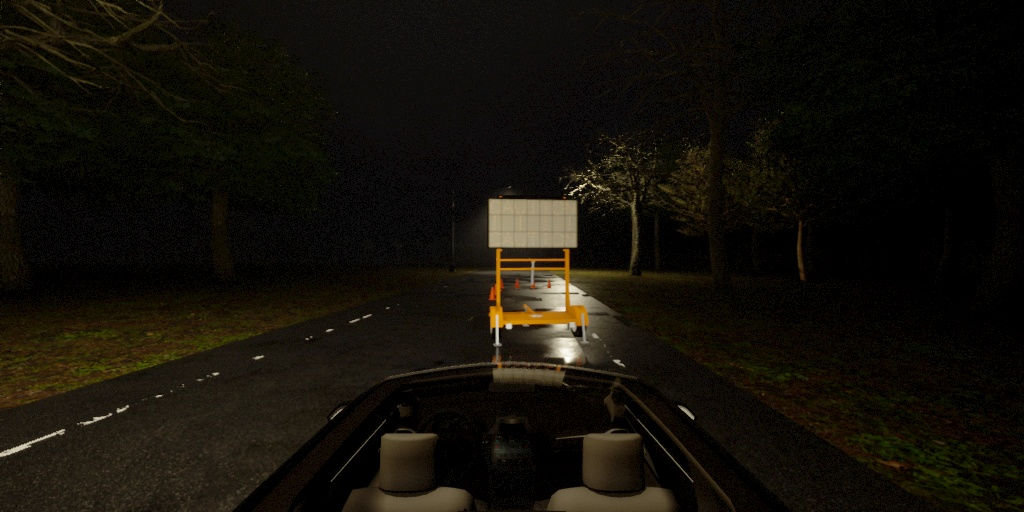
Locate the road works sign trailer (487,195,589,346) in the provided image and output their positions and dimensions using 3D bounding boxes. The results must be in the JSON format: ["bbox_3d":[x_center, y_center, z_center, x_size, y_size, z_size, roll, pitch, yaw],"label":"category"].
[{"bbox_3d":[0.535,0.216,9.498,2.380,3.560,2.880,0,0,-6],"label":"road works sign trailer"}]
